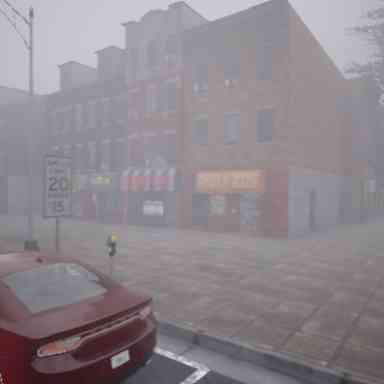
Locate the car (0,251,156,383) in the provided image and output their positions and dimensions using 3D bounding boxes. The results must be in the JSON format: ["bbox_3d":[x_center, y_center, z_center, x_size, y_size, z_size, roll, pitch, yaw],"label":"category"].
[{"bbox_3d":[-2.530,1.511,4.613,4.507,1.381,1.887,0,0,35],"label":"car"}]
